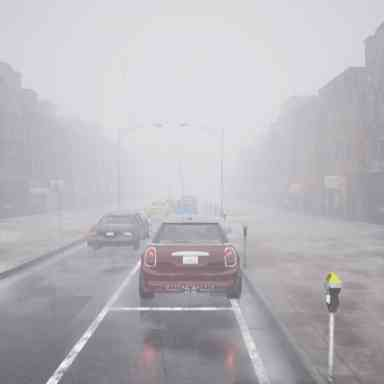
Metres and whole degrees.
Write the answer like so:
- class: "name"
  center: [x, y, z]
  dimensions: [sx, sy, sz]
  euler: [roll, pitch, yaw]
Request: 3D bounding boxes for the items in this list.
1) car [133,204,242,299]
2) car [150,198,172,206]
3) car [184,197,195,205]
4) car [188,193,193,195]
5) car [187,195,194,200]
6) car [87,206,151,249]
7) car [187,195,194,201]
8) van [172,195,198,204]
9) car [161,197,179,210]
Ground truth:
- class: "car"
  center: [-0.032, 1.349, 8.622]
  dimensions: [2.097, 1.767, 4.553]
  euler: [0, 0, 0]
- class: "car"
  center: [-3.018, 1.445, 31.103]
  dimensions: [1.801, 1.575, 5.366]
  euler: [0, 0, 0]
- class: "car"
  center: [-0.393, 1.562, 58.737]
  dimensions: [1.802, 1.307, 4.206]
  euler: [-1, 0, 0]
- class: "car"
  center: [-0.401, 1.302, 36.607]
  dimensions: [2.192, 1.841, 5.009]
  euler: [-1, 0, 0]
- class: "car"
  center: [-0.391, 1.542, 91.932]
  dimensions: [1.947, 1.339, 4.313]
  euler: [-1, 0, 0]
- class: "car"
  center: [-2.919, 1.542, 14.371]
  dimensions: [2.033, 1.411, 5.357]
  euler: [0, 0, 0]
- class: "car"
  center: [-0.391, 1.542, 86.399]
  dimensions: [1.947, 1.339, 4.313]
  euler: [-1, 0, 0]
- class: "van"
  center: [-0.401, 1.332, 25.542]
  dimensions: [1.690, 1.788, 3.998]
  euler: [-1, 0, 0]
- class: "car"
  center: [-2.917, 1.476, 44.570]
  dimensions: [2.128, 1.511, 4.902]
  euler: [0, 0, 0]
